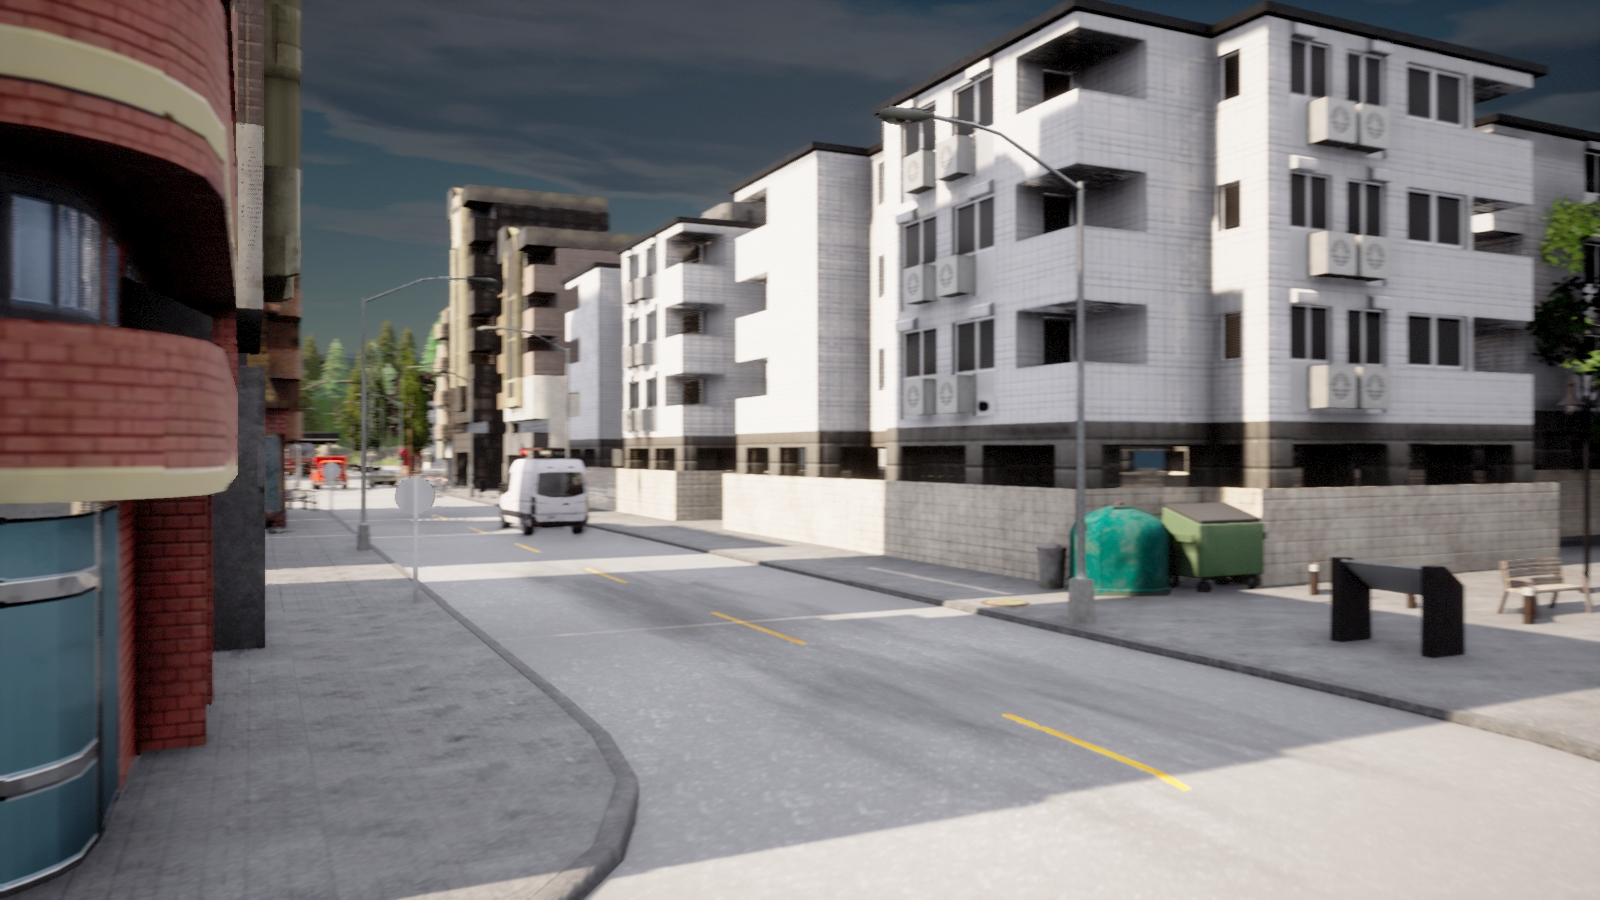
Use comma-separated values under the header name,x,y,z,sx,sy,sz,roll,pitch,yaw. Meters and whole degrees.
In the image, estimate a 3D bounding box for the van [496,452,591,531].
name,x,y,z,sx,sy,sz,roll,pitch,yaw
van,-9.114,1.360,40.217,1.988,2.561,5.915,0,0,-25
